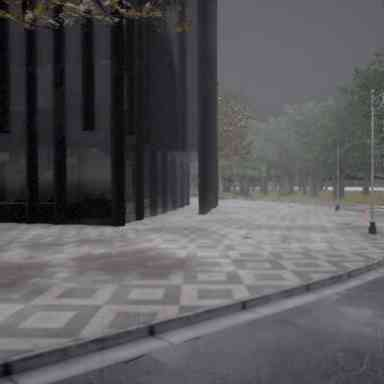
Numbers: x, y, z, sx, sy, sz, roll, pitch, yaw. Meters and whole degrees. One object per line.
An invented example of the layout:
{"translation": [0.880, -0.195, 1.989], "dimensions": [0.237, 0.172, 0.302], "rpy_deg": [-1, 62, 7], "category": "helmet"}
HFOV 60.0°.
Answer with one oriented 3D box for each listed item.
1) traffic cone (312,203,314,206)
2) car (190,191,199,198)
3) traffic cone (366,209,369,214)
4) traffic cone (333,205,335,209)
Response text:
{"translation": [16.662, 1.734, 45.735], "dimensions": [0.340, 0.580, 0.340], "rpy_deg": [0, 1, -15], "category": "traffic cone"}
{"translation": [1.136, 0.594, 75.739], "dimensions": [2.128, 1.511, 4.902], "rpy_deg": [0, 2, -35], "category": "car"}
{"translation": [17.482, 1.962, 33.171], "dimensions": [0.340, 0.580, 0.340], "rpy_deg": [0, 1, 24], "category": "traffic cone"}
{"translation": [17.546, 1.828, 41.165], "dimensions": [0.340, 0.580, 0.340], "rpy_deg": [0, 1, -7], "category": "traffic cone"}
